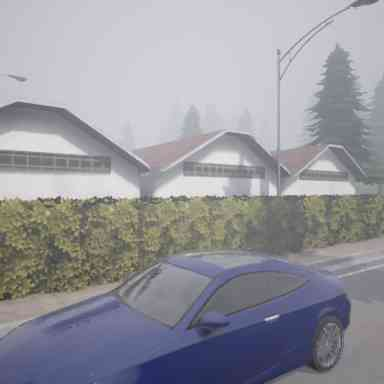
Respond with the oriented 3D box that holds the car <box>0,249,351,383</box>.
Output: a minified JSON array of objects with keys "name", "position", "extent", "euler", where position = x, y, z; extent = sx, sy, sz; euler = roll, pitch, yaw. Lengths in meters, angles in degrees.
[{"name":"car","position":[0.139,1.526,4.127],"extent":[4.674,1.442,1.812],"euler":[0,0,-35]}]
